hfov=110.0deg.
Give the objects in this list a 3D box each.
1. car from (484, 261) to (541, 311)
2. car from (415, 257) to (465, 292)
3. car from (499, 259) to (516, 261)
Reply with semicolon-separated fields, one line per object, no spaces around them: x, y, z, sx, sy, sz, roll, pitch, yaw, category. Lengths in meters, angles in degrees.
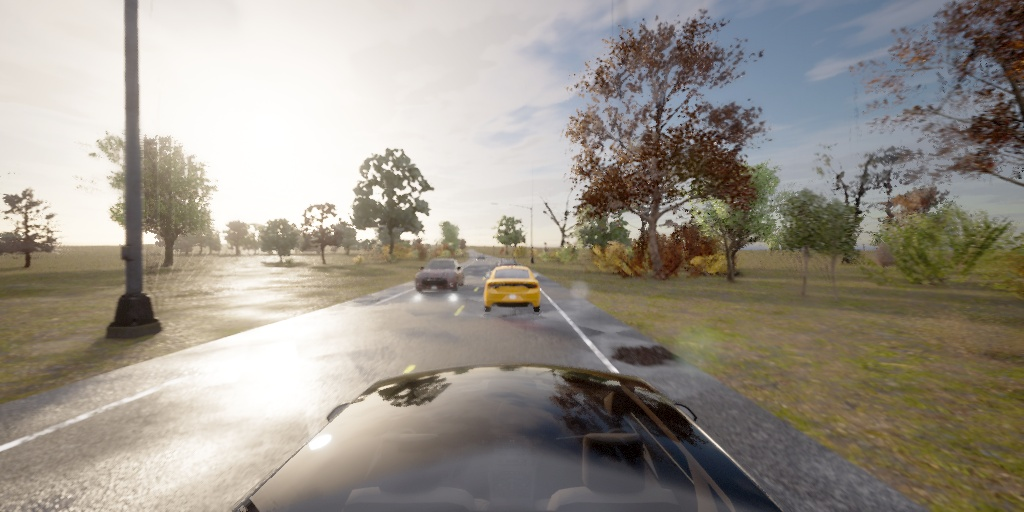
-0.010;1.116;13.770;1.882;1.535;5.008;0;1;-1;car
-3.806;0.938;19.606;2.097;1.767;4.553;0;1;-1;car
-0.385;0.968;30.459;2.128;1.511;4.902;0;1;-2;car
